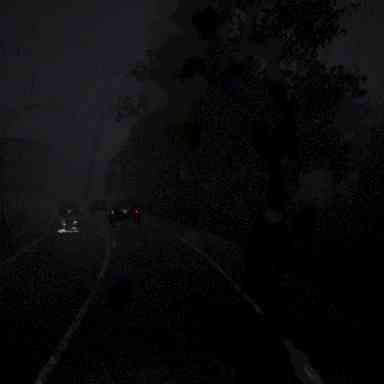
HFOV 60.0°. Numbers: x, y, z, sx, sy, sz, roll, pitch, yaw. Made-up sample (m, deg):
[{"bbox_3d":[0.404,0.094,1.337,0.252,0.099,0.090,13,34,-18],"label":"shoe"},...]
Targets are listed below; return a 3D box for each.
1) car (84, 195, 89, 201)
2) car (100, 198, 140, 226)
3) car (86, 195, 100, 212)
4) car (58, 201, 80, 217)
[{"bbox_3d":[-22.765,1.331,74.421,1.812,1.442,4.674,-1,0,-6],"label":"car"},{"bbox_3d":[-5.127,1.328,23.974,2.097,1.767,4.553,-2,1,-19],"label":"car"},{"bbox_3d":[-11.526,1.527,40.782,1.882,1.535,5.008,-2,1,-20],"label":"car"},{"bbox_3d":[-12.687,1.648,34.298,2.128,1.511,4.902,-2,1,-21],"label":"car"}]
